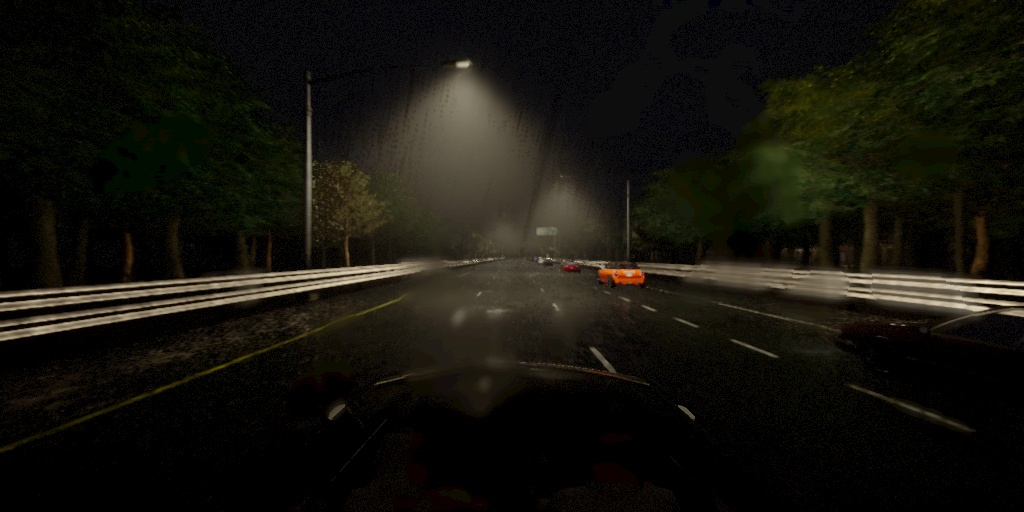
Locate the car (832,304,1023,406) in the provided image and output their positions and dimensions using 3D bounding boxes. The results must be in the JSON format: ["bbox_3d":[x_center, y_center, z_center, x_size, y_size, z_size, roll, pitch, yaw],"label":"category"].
[{"bbox_3d":[6.998,1.302,4.283,2.033,1.411,5.357,0,0,0],"label":"car"}]

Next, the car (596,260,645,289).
[{"bbox_3d":[7.021,1.123,23.582,2.097,1.767,4.553,0,0,0],"label":"car"}]

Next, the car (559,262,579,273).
[{"bbox_3d":[7.090,1.365,44.640,1.994,1.385,4.181,0,0,0],"label":"car"}]
